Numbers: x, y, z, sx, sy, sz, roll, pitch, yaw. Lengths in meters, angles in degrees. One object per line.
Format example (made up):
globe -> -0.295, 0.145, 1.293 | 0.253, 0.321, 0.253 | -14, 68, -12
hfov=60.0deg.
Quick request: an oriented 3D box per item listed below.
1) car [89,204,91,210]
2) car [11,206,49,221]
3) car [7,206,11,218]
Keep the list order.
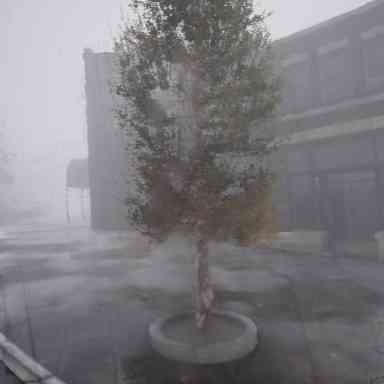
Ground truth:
car -> -22.835, 3.547, 82.669 | 5.566, 2.045, 2.435 | -4, -2, -12
car -> -18.050, 2.397, 37.908 | 1.837, 1.490, 4.892 | -4, -1, 1
car -> -21.295, 2.674, 43.680 | 2.097, 1.535, 5.008 | -3, -1, 7
